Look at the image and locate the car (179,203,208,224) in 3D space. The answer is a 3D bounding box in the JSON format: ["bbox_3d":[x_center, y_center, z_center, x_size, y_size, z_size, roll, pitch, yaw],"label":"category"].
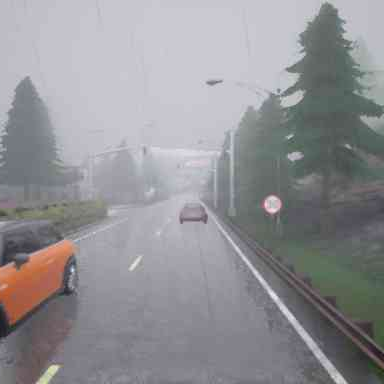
[{"bbox_3d":[0.103,1.484,23.889,1.994,1.385,4.181,0,0,0],"label":"car"}]

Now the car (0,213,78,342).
[{"bbox_3d":[-3.593,1.332,5.548,2.097,1.767,4.553,0,0,0],"label":"car"}]
